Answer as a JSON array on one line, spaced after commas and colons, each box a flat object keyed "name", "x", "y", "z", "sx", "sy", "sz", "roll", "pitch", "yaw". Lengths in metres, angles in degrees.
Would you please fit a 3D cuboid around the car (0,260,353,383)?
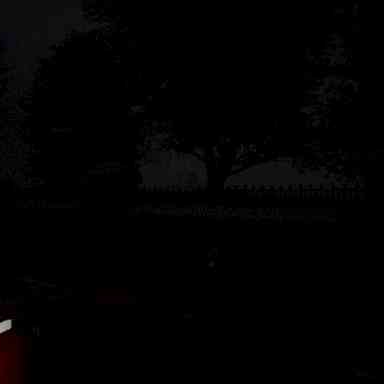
[{"name": "car", "x": -0.778, "y": 1.544, "z": 3.434, "sx": 4.507, "sy": 1.381, "sz": 1.887, "roll": 0, "pitch": 0, "yaw": 36}]
